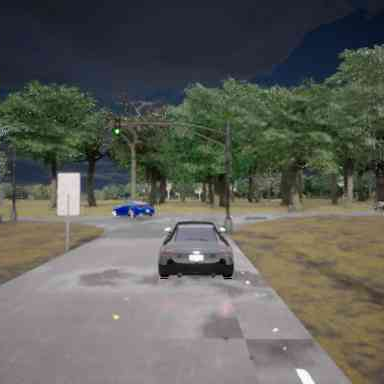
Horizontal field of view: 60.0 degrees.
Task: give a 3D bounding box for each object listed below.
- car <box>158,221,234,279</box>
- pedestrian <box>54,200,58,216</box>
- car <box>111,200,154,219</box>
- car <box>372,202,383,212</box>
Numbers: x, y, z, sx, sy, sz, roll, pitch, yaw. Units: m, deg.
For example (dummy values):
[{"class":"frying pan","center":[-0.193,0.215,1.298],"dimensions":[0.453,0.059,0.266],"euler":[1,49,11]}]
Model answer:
[{"class":"car","center":[0.099,1.574,10.126],"dimensions":[1.994,1.385,4.181],"euler":[0,0,0]},{"class":"pedestrian","center":[-15.103,1.744,37.062],"dimensions":[0.375,1.860,0.375],"euler":[0,-1,0]},{"class":"car","center":[-5.264,1.495,29.179],"dimensions":[1.882,1.535,5.008],"euler":[1,-3,-41]},{"class":"car","center":[20.465,1.257,33.134],"dimensions":[4.674,1.442,1.812],"euler":[-1,-2,0]}]
